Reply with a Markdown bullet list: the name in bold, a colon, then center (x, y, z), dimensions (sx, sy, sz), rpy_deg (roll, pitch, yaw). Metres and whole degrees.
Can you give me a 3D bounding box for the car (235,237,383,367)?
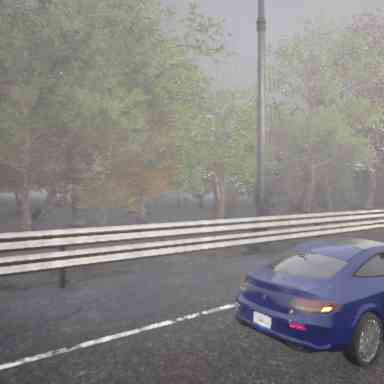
- **car**: center (2.803, 1.526, 5.731), dimensions (4.674, 1.442, 1.812), rpy_deg (0, 0, -35)
